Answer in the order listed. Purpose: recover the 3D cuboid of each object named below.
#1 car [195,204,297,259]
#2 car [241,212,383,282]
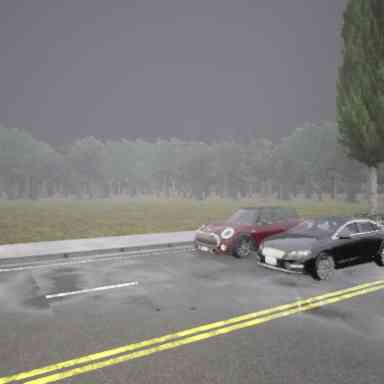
[{"bbox_3d":[2.338,1.345,12.542,4.553,1.767,2.097,0,0,-32],"label":"car"},{"bbox_3d":[4.094,1.485,9.807,4.902,1.511,2.128,0,0,-32],"label":"car"}]
